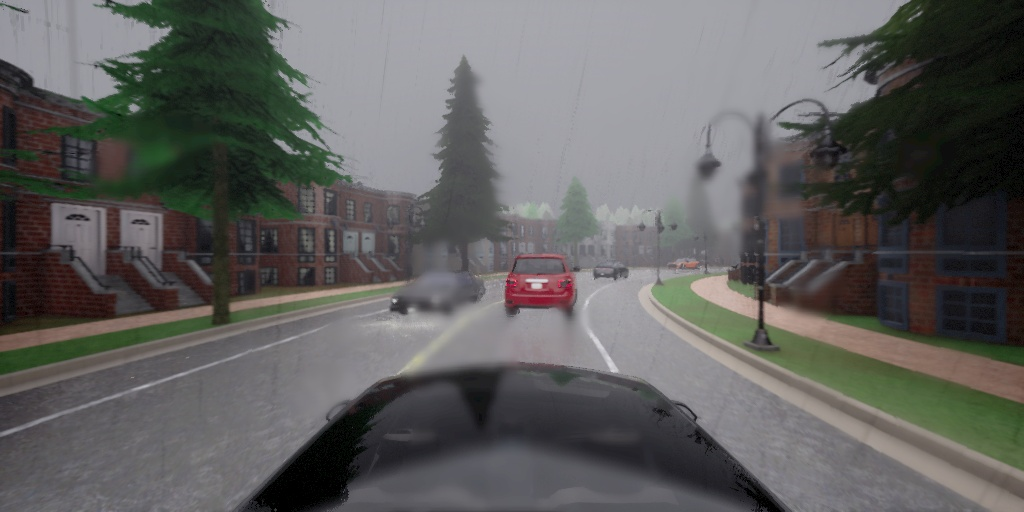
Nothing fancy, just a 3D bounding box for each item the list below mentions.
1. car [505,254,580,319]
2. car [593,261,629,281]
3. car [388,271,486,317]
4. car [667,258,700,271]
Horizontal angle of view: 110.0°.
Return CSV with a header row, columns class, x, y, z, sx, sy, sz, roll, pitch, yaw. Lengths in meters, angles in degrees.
class,x,y,z,sx,sy,sz,roll,pitch,yaw
car,1.231,0.946,12.943,2.150,2.045,5.566,0,0,11
car,8.224,1.184,29.478,2.128,1.511,4.902,0,0,33
car,-2.461,1.271,13.432,2.033,1.411,5.357,0,0,12
car,22.790,1.010,47.764,4.553,1.767,2.097,0,0,-28
